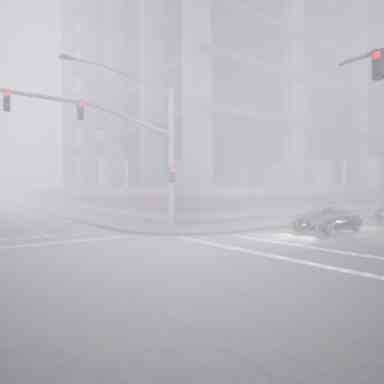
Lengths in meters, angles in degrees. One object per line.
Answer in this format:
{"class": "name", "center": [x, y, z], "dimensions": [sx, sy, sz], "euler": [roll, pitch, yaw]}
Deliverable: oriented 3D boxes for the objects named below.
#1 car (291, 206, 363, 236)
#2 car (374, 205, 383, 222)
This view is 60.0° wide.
{"class": "car", "center": [7.225, 1.443, 17.743], "dimensions": [4.181, 1.385, 1.994], "euler": [-1, 0, -35]}
{"class": "car", "center": [14.452, 1.303, 22.883], "dimensions": [4.902, 1.511, 2.128], "euler": [-1, 0, -35]}
